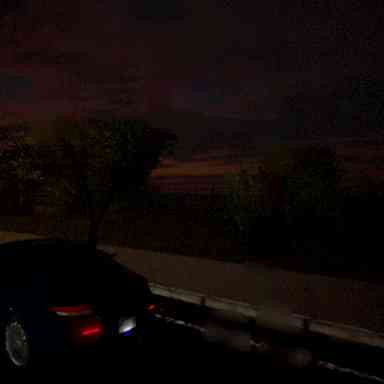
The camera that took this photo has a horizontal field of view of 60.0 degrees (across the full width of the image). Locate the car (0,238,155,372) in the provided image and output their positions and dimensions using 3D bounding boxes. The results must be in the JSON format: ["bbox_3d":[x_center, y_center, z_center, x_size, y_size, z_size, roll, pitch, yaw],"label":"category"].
[{"bbox_3d":[-2.702,1.523,5.613,4.674,1.442,1.812,0,0,36],"label":"car"}]
